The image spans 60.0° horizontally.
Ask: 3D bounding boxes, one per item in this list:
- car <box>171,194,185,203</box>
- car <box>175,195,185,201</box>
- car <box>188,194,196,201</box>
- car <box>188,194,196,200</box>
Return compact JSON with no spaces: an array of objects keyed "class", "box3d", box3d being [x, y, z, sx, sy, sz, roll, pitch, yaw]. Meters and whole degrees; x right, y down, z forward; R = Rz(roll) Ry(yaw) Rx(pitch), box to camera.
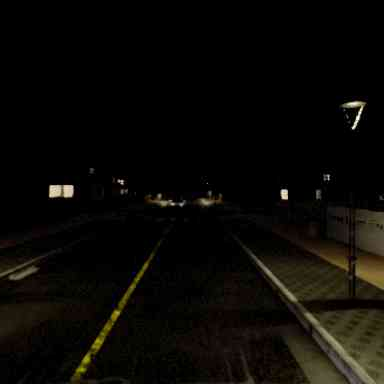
[{"class":"car","box3d":[-2.778,1.141,62.815,2.097,1.767,4.553,0,0,0]},{"class":"car","box3d":[-2.761,1.346,77.671,1.994,1.385,4.181,0,0,0]},{"class":"car","box3d":[-0.012,1.269,75.580,1.882,1.535,5.008,0,0,0]},{"class":"car","box3d":[-0.013,1.180,86.000,1.812,1.442,4.674,0,0,0]}]
